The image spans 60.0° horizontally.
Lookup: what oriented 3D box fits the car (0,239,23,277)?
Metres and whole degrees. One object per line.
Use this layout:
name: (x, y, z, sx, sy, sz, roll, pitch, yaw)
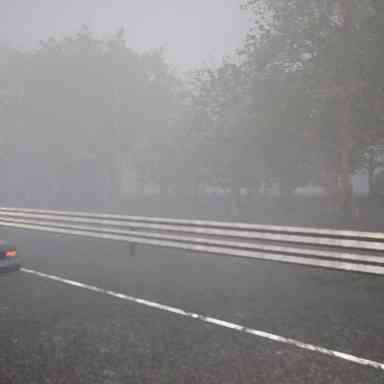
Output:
car: (-6.574, 1.479, 8.653, 5.357, 1.411, 2.033, 0, 0, 34)
